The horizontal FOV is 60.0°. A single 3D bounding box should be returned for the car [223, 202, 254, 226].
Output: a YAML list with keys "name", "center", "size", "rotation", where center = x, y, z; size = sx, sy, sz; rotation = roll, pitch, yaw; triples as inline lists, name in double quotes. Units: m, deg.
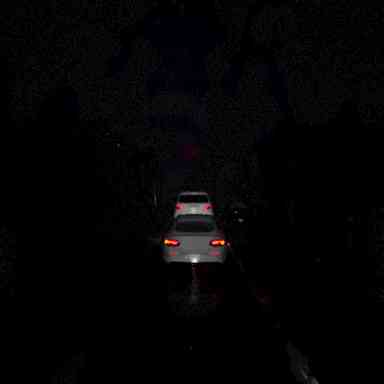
- name: "car"
  center: [2.708, 1.298, 20.580]
  size: [2.008, 1.369, 4.403]
  rotation: [-1, 1, 0]

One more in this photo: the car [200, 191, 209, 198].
- name: "car"
  center: [2.959, 0.490, 80.681]
  size: [1.967, 1.590, 4.097]
  rotation: [-1, 1, 0]

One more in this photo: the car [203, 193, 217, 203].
- name: "car"
  center: [2.845, 0.913, 53.022]
  size: [1.887, 1.381, 4.507]
  rotation: [-1, 1, 0]

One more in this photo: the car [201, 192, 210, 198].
- name: "car"
  center: [2.938, 0.658, 75.151]
  size: [1.887, 1.381, 4.507]
  rotation: [-1, 1, 0]

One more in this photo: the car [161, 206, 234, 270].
- name: "car"
  center: [0.099, 1.395, 10.476]
  size: [1.812, 1.442, 4.674]
  rotation: [0, 1, 1]

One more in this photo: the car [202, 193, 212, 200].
- name: "car"
  center: [2.892, 0.823, 64.087]
  size: [1.802, 1.307, 4.206]
  rotation: [-1, 1, 0]

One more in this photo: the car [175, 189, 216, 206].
- name: "car"
  center: [0.116, 0.973, 20.221]
  size: [2.150, 2.045, 5.566]
  rotation: [0, 1, 1]

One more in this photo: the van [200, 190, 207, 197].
- name: "van"
  center: [2.981, 0.327, 86.212]
  size: [1.690, 1.788, 3.998]
  rotation: [-1, 1, 0]
